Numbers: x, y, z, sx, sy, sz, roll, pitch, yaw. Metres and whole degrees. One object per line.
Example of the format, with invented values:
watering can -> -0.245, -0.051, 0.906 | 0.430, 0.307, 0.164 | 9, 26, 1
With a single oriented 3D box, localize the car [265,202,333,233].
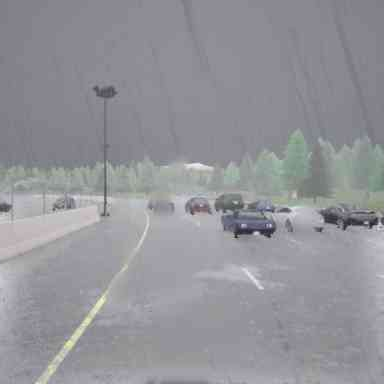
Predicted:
car -> 6.101, 1.526, 19.620 | 1.812, 1.442, 4.674 | 0, 0, -5

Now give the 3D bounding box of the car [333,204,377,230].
car -> 9.489, 1.492, 20.941 | 2.128, 1.511, 4.902 | 0, 0, -5

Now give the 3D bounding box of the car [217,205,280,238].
car -> 2.789, 1.601, 17.621 | 1.895, 1.301, 4.718 | 0, 0, -5

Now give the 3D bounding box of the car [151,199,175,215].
car -> -2.952, 1.478, 34.662 | 1.882, 1.535, 5.008 | 0, 0, -10

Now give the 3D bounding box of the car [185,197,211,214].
car -> 0.551, 1.352, 34.870 | 2.097, 1.767, 4.553 | 0, 0, -10

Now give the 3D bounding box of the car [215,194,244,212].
car -> 3.965, 1.220, 35.830 | 2.150, 2.045, 5.566 | 0, 0, -9

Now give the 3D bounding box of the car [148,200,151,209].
car -> -4.741, 1.601, 43.892 | 1.895, 1.301, 4.718 | 0, 0, -13

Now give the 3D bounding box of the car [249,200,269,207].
car -> 7.452, 1.564, 36.012 | 1.994, 1.385, 4.181 | 0, 0, -9
